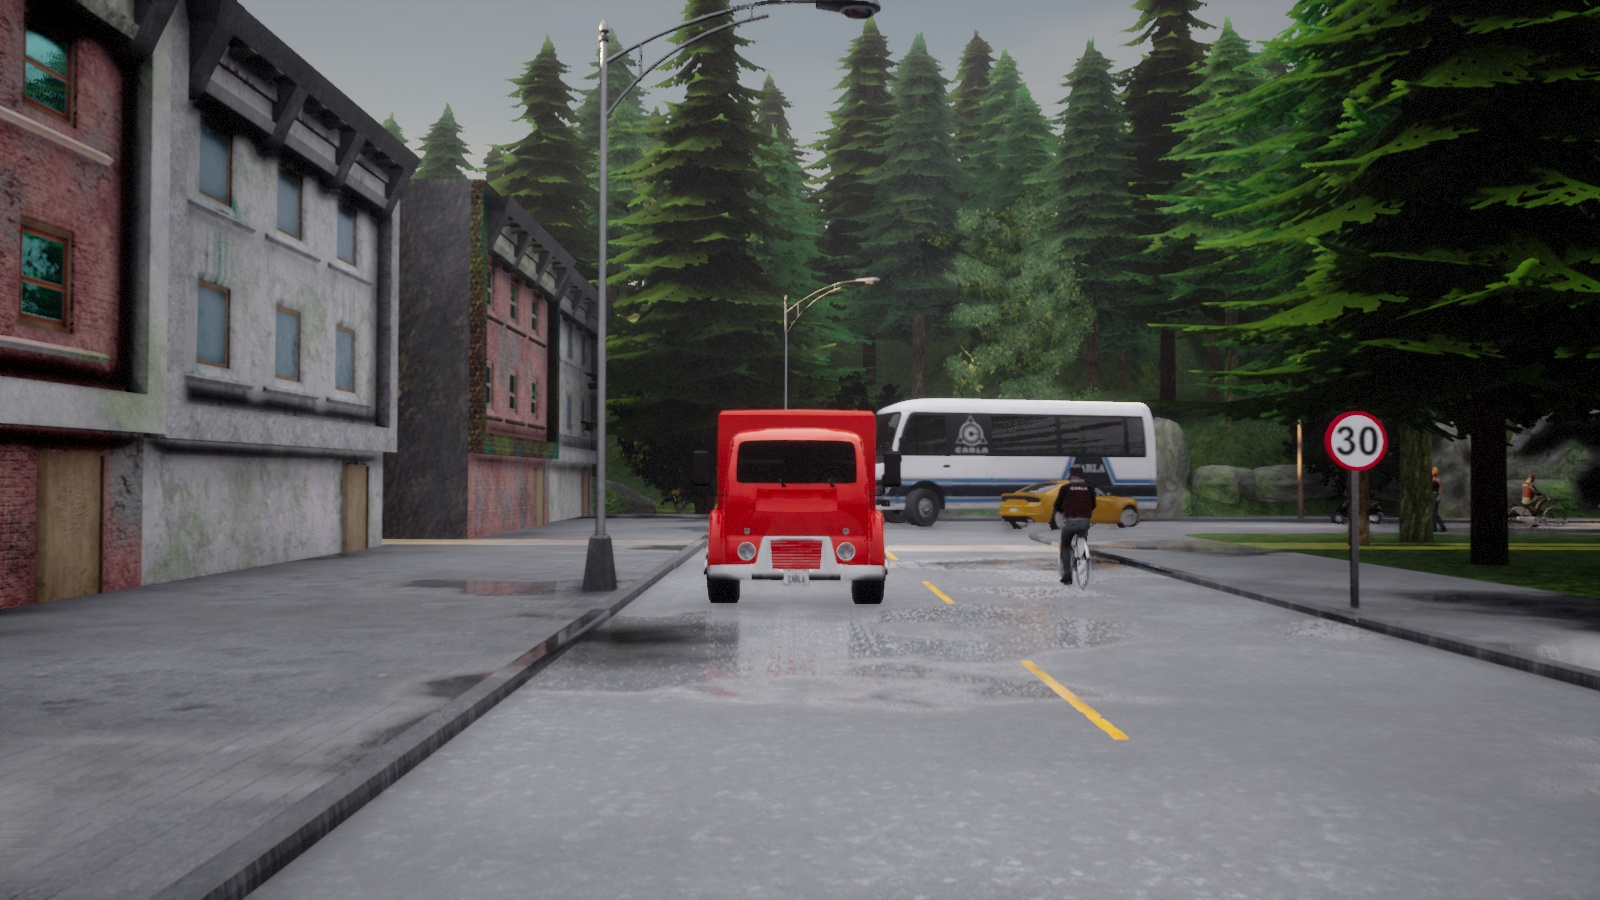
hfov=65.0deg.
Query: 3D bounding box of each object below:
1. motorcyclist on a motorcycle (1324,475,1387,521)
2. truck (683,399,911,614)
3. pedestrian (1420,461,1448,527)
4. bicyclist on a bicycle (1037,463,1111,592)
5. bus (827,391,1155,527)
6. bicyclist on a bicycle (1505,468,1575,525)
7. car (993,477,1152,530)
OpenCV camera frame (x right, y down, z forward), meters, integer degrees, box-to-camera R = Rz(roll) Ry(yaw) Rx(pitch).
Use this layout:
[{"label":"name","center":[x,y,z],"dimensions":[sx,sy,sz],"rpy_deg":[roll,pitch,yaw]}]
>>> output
[{"label":"motorcyclist on a motorcycle","center":[19.533,1.667,44.170],"dimensions":[1.817,1.590,0.866],"rpy_deg":[0,-1,0]},{"label":"truck","center":[-0.045,0.712,17.090],"dimensions":[2.627,2.467,5.204],"rpy_deg":[0,-1,0]},{"label":"pedestrian","center":[17.711,1.231,35.073],"dimensions":[0.594,1.836,0.345],"rpy_deg":[0,-1,0]},{"label":"bicyclist on a bicycle","center":[3.954,1.078,18.246],"dimensions":[0.659,1.776,1.843],"rpy_deg":[0,-1,0]},{"label":"bus","center":[6.436,0.360,42.726],"dimensions":[10.273,4.253,3.944],"rpy_deg":[0,-2,-16]},{"label":"bicyclist on a bicycle","center":[23.679,1.481,40.202],"dimensions":[1.843,1.776,0.659],"rpy_deg":[0,-1,-1]},{"label":"car","center":[8.537,1.627,39.139],"dimensions":[5.008,1.535,1.882],"rpy_deg":[1,-2,-34]}]
